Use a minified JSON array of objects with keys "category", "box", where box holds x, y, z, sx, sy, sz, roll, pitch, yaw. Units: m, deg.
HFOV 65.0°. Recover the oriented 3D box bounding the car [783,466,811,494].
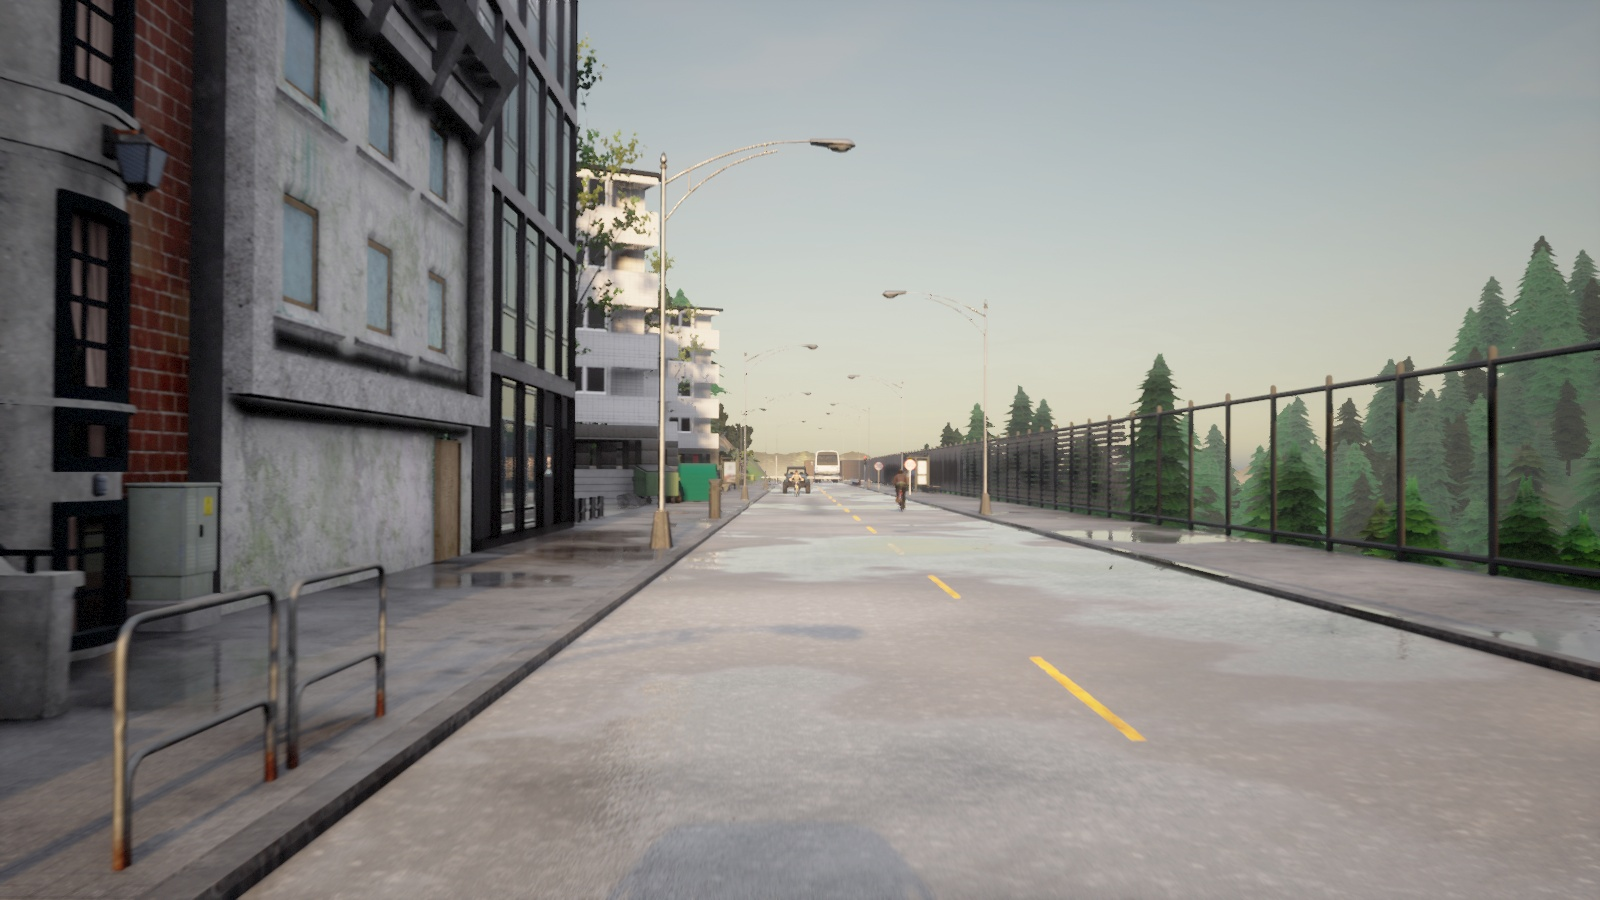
[{"category":"car","box":[-0.223,2.061,86.561,1.905,1.878,3.866,0,-1,0]}]
